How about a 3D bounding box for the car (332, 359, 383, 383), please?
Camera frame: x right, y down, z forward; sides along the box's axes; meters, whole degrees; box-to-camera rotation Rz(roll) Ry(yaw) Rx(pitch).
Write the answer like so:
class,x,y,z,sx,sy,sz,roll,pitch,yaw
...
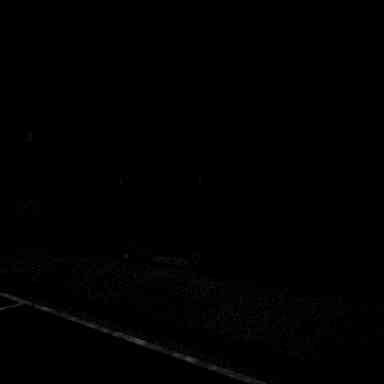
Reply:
class,x,y,z,sx,sy,sz,roll,pitch,yaw
car,2.380,1.427,1.149,4.097,1.590,1.967,-1,0,35
